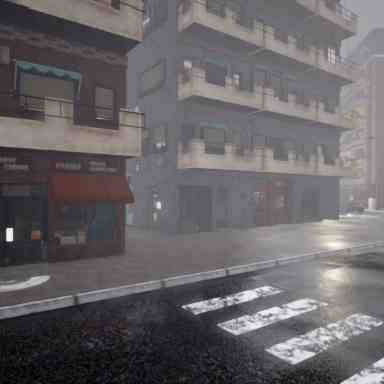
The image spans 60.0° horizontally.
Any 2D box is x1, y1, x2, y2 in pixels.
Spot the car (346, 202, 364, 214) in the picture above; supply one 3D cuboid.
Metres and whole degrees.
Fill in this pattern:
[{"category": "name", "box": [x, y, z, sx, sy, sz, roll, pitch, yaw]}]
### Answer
[{"category": "car", "box": [18.028, 1.787, 38.298, 1.895, 1.301, 4.718, 0, 0, 5]}]
